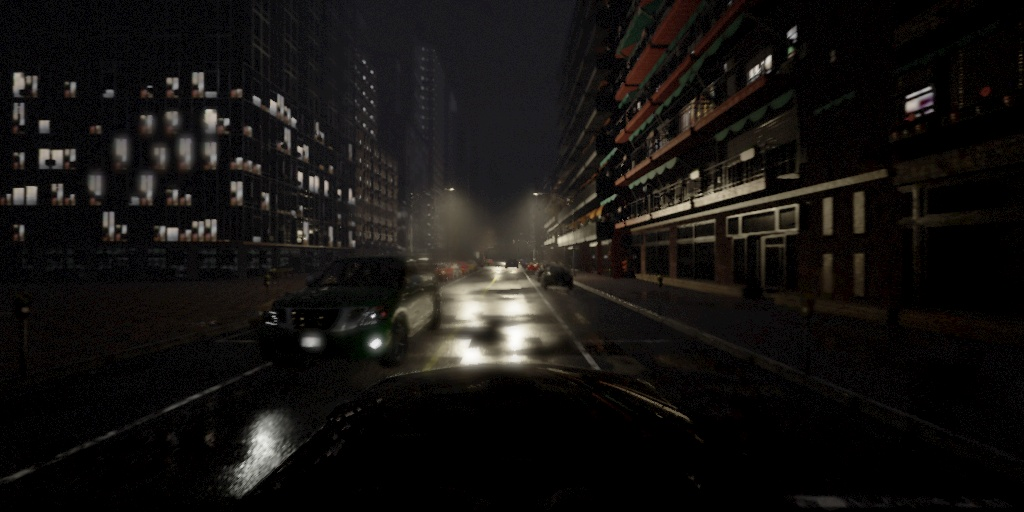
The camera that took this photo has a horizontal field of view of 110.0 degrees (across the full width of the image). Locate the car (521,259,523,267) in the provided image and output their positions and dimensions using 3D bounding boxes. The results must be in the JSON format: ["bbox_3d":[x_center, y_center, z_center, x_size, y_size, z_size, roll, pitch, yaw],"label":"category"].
[{"bbox_3d":[2.716,1.371,55.337,1.802,1.307,4.207,0,0,0],"label":"car"}]

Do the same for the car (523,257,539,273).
[{"bbox_3d":[2.711,1.216,44.271,1.967,1.591,4.097,0,0,0],"label":"car"}]

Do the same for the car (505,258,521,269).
[{"bbox_3d":[0.027,1.145,57.345,2.097,1.767,4.553,0,0,0],"label":"car"}]

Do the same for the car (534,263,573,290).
[{"bbox_3d":[2.700,1.310,22.141,2.007,1.370,4.403,0,0,0],"label":"car"}]

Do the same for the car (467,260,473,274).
[{"bbox_3d":[-5.673,1.317,38.743,1.888,1.381,4.507,0,0,0],"label":"car"}]

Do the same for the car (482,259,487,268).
[{"bbox_3d":[-5.661,1.380,60.874,1.802,1.307,4.207,0,0,0],"label":"car"}]

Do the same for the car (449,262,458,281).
[{"bbox_3d":[-5.678,1.203,27.679,1.967,1.591,4.097,0,0,0],"label":"car"}]

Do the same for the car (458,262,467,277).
[{"bbox_3d":[-5.675,1.317,33.211,2.007,1.370,4.403,0,0,0],"label":"car"}]

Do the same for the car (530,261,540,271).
[{"bbox_3d":[2.702,1.313,27.674,2.007,1.370,4.403,0,0,0],"label":"car"}]

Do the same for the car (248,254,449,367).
[{"bbox_3d":[-3.090,0.975,8.276,2.150,2.045,5.566,0,0,0],"label":"car"}]

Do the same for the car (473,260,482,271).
[{"bbox_3d":[-5.667,1.308,49.638,1.751,1.417,4.829,0,0,0],"label":"car"}]
